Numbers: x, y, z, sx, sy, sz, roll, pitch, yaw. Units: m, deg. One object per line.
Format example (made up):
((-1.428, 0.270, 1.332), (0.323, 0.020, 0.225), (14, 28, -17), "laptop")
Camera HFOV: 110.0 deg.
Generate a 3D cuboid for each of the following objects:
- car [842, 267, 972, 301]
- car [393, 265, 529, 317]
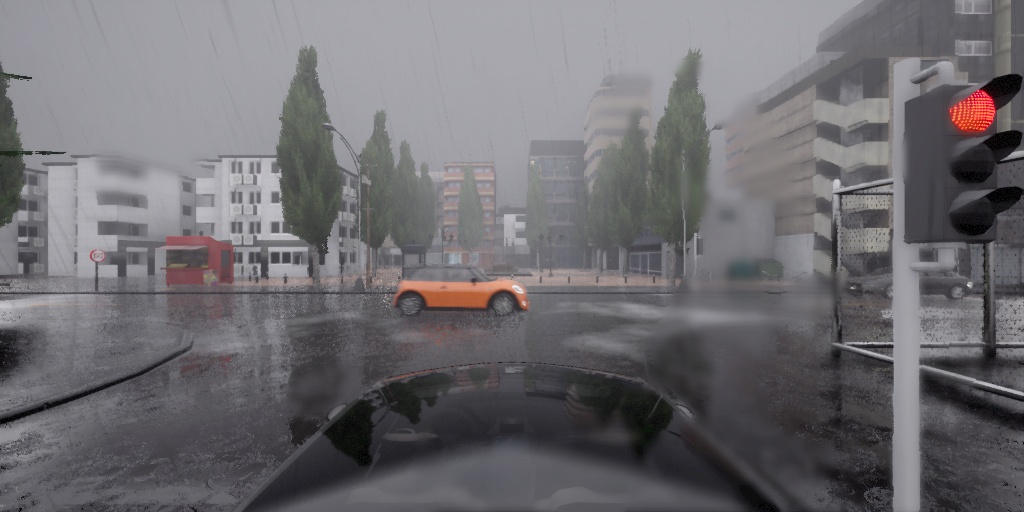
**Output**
((18.435, 1.255, 16.850), (4.892, 1.490, 1.837), (0, 0, 0), "car")
((-1.684, 1.102, 12.631), (4.553, 1.767, 2.097), (0, 0, 0), "car")
